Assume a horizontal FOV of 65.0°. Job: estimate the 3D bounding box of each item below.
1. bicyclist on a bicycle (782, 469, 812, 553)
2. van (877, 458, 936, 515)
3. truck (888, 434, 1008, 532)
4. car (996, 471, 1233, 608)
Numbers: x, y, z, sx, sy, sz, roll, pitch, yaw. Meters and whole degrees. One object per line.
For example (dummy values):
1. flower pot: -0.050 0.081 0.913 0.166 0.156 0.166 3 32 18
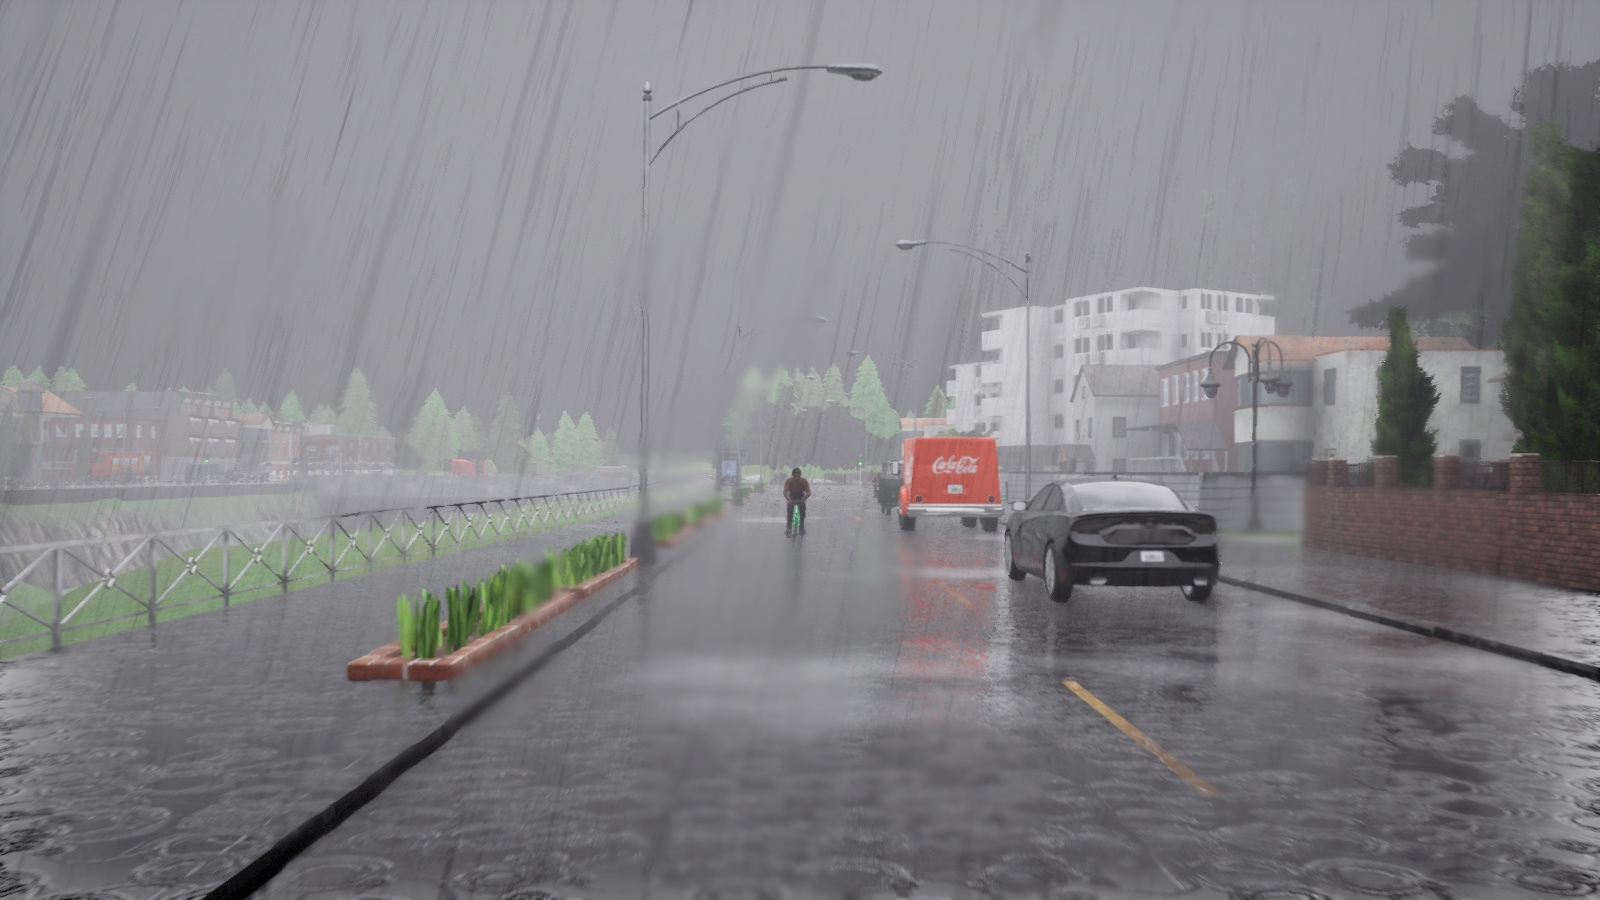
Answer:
1. bicyclist on a bicycle: -0.059 1.187 25.016 0.582 1.620 1.656 0 -1 0
2. van: 3.890 1.330 46.499 1.775 1.987 4.442 0 -1 0
3. truck: 3.918 0.887 34.333 2.627 2.467 5.204 0 -1 0
4. car: 3.961 1.057 16.748 1.882 1.535 5.008 0 -1 0
